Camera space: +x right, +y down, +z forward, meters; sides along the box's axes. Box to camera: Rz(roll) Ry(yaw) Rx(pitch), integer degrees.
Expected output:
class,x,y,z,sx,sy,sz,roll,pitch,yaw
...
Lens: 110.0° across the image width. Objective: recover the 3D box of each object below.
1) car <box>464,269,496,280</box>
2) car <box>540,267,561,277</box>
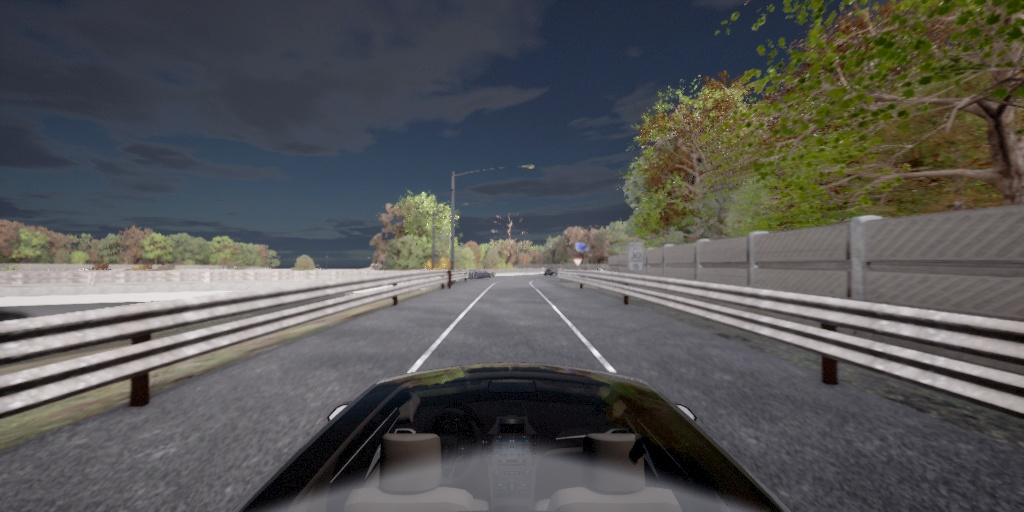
class,x,y,z,sx,sy,sz,roll,pitch,yaw
car,-4.483,2.367,46.405,2.033,1.411,5.357,-1,-2,39
car,7.314,2.902,63.963,1.837,1.490,4.892,0,-2,28
